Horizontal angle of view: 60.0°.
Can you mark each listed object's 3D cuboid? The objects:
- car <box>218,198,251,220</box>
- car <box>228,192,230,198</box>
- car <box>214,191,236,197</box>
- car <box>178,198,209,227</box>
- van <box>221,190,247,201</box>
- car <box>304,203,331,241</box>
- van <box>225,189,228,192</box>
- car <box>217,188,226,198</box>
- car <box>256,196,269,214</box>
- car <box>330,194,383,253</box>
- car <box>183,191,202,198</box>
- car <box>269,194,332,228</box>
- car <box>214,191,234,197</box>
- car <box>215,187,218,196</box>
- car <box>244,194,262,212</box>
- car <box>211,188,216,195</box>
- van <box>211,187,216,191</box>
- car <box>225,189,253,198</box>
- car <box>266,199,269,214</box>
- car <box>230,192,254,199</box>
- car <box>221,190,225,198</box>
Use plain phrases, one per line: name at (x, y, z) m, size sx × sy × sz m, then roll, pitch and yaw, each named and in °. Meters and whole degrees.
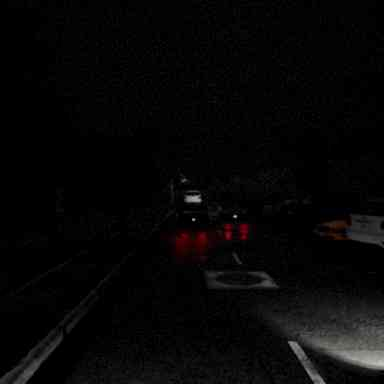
car at (3.099, 1.434, 26.141) m, size 1.895 × 1.301 × 4.718 m, roll 0°, pitch 1°, yaw 0°
car at (8.064, 1.054, 47.763) m, size 4.674 × 1.452 × 2.002 m, roll 0°, pitch 1°, yaw -20°
car at (8.094, 0.506, 80.596) m, size 4.792 × 1.488 × 2.163 m, roll 0°, pitch 1°, yaw -20°
car at (0.099, 1.377, 21.924) m, size 2.128 × 1.511 × 4.902 m, roll 0°, pitch 1°, yaw 0°
van at (7.963, 0.572, 62.627) m, size 4.442 × 1.987 × 1.878 m, roll 0°, pitch 1°, yaw -20°
car at (7.898, 1.435, 14.671) m, size 5.366 × 1.575 × 1.946 m, roll 1°, pitch 1°, yaw -20°
van at (8.180, 0.703, 53.766) m, size 4.442 × 1.987 × 1.878 m, roll 0°, pitch 1°, yaw -20°
car at (8.047, 0.591, 59.673) m, size 5.566 × 2.045 × 2.435 m, roll 0°, pitch 1°, yaw -20°
car at (8.241, 1.313, 26.817) m, size 5.366 × 1.575 × 1.946 m, roll 1°, pitch 0°, yaw -20°
car at (8.099, 1.208, 11.742) m, size 5.566 × 2.045 × 2.435 m, roll 1°, pitch 0°, yaw -20°
car at (0.101, 0.828, 42.110) m, size 2.150 × 2.045 × 5.566 m, roll 0°, pitch 1°, yaw 0°
car at (8.047, 1.138, 20.722) m, size 5.566 × 2.045 × 2.435 m, roll 1°, pitch 1°, yaw -20°
car at (8.063, 0.443, 83.568) m, size 4.674 × 1.452 × 2.002 m, roll 0°, pitch 1°, yaw -20°
car at (8.098, 0.504, 65.669) m, size 5.566 × 2.045 × 2.435 m, roll 0°, pitch 1°, yaw -20°
car at (8.044, 1.261, 32.740) m, size 4.792 × 1.488 × 2.163 m, roll 1°, pitch 1°, yaw -20°
car at (7.896, 0.535, 77.527) m, size 5.366 × 1.575 × 1.946 m, roll 0°, pitch 2°, yaw -20°
van at (7.963, 0.105, 86.492) m, size 4.442 × 1.987 × 1.878 m, roll 0°, pitch 2°, yaw -20°
car at (8.041, 0.845, 50.733) m, size 4.553 × 1.767 × 2.185 m, roll 0°, pitch 1°, yaw -20°
car at (8.074, 1.392, 23.744) m, size 4.674 × 1.452 × 2.002 m, roll 1°, pitch 1°, yaw -20°
car at (8.044, 1.087, 44.745) m, size 4.792 × 1.488 × 2.163 m, roll 0°, pitch 1°, yaw -20°
car at (8.063, 0.886, 56.709) m, size 4.892 × 1.521 × 2.231 m, roll 1°, pitch 1°, yaw -20°
